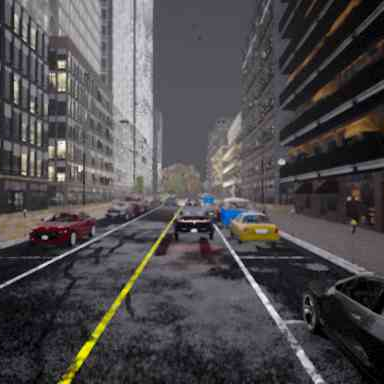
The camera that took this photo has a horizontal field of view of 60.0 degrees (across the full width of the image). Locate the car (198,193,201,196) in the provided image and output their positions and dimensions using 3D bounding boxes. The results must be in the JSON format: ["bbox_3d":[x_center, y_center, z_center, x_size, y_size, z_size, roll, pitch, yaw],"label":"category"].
[{"bbox_3d":[2.709,1.355,77.323,2.008,1.369,4.403,1,0,0],"label":"car"}]

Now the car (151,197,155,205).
[{"bbox_3d":[-5.675,1.470,37.716,1.947,1.339,4.313,1,0,0],"label":"car"}]

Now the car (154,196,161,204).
[{"bbox_3d":[-5.672,1.301,54.688,1.967,1.590,4.097,1,0,0],"label":"car"}]

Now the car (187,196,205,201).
[{"bbox_3d":[0.099,1.452,37.209,2.033,1.411,5.357,0,0,0],"label":"car"}]

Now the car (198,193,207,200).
[{"bbox_3d":[2.713,1.091,88.638,2.192,1.841,5.009,1,0,0],"label":"car"}]

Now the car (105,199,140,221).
[{"bbox_3d":[-5.676,1.483,26.402,2.008,1.369,4.403,1,0,0],"label":"car"}]

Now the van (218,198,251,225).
[{"bbox_3d":[2.706,1.288,20.750,1.690,1.788,3.998,1,0,0],"label":"van"}]

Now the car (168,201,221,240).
[{"bbox_3d":[0.097,1.448,16.693,2.128,1.511,4.902,0,0,0],"label":"car"}]

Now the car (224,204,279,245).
[{"bbox_3d":[2.703,1.486,15.263,1.752,1.417,4.829,1,0,0],"label":"car"}]

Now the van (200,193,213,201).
[{"bbox_3d":[2.710,1.202,54.694,1.690,1.788,3.998,1,0,0],"label":"van"}]

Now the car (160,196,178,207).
[{"bbox_3d":[-3.017,1.422,49.128,2.033,1.411,5.357,0,0,1],"label":"car"}]

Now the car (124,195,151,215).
[{"bbox_3d":[-5.672,1.233,32.058,2.192,1.841,5.009,1,0,0],"label":"car"}]

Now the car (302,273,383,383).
[{"bbox_3d":[2.702,1.556,3.778,1.947,1.339,4.313,1,0,0],"label":"car"}]

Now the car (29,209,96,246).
[{"bbox_3d":[-5.677,1.506,15.088,1.887,1.381,4.507,1,0,0],"label":"car"}]

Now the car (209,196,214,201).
[{"bbox_3d":[2.706,1.372,26.408,1.967,1.590,4.097,1,0,0],"label":"car"}]
